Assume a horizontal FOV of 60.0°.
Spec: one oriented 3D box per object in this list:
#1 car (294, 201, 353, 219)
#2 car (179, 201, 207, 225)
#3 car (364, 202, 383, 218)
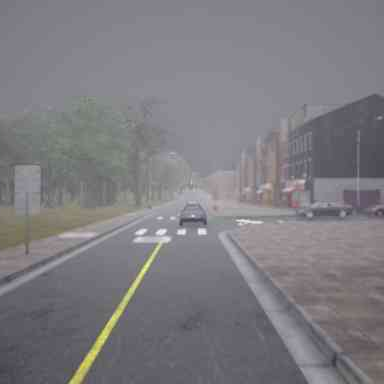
[{"bbox_3d":[10.425,1.379,26.487,4.403,1.369,2.008,-1,1,0],"label":"car"},{"bbox_3d":[0.074,1.624,25.050,1.994,1.385,4.181,-1,0,0],"label":"car"},{"bbox_3d":[15.956,1.292,26.486,4.206,1.307,1.802,-1,1,0],"label":"car"}]
